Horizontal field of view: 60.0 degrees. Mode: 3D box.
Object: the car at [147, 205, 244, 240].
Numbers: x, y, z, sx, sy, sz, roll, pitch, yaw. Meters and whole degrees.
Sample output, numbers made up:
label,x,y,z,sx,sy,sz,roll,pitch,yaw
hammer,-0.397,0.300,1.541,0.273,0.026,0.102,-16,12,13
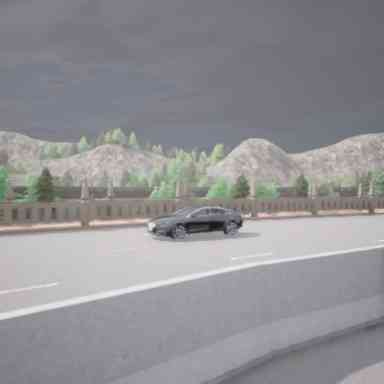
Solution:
label,x,y,z,sx,sy,sz,roll,pitch,yaw
car,0.262,1.399,16.209,4.902,1.511,2.128,0,0,-30
